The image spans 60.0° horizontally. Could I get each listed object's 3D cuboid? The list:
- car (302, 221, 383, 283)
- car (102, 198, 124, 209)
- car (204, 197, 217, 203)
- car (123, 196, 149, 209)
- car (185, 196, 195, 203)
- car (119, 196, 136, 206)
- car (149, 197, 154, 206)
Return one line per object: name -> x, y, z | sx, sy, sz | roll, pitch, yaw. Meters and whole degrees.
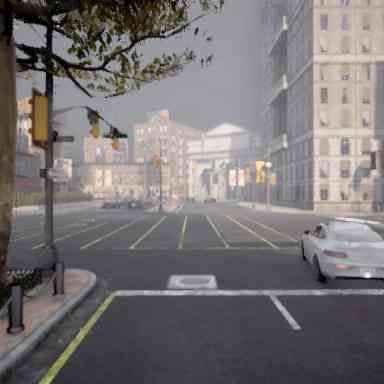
car -> 4.306, 1.563, 9.529 | 1.812, 1.442, 4.674 | 0, 0, 12
car -> -11.520, 1.712, 47.908 | 1.812, 1.442, 4.674 | 0, 0, 0
car -> 4.174, 1.753, 74.517 | 1.994, 1.385, 4.181 | 0, 0, 20
car -> -8.024, 1.679, 48.221 | 2.128, 1.511, 4.902 | 0, 0, 0
car -> -0.397, 1.629, 74.489 | 2.128, 1.511, 4.902 | 0, 0, -8
car -> -11.507, 1.584, 59.620 | 2.097, 1.767, 4.553 | 0, 0, 0
car -> -8.007, 1.738, 60.231 | 1.837, 1.490, 4.892 | 0, 0, 1
